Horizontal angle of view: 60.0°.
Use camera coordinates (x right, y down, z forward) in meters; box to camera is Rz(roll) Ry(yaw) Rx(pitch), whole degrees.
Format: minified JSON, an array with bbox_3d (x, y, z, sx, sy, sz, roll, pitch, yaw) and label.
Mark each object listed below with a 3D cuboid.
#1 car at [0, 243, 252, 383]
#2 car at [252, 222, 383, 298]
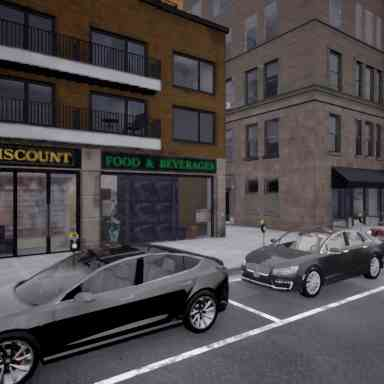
[{"bbox_3d":[-1.340,1.566,5.231,4.313,1.339,1.947,0,0,-35],"label":"car"},{"bbox_3d":[3.168,1.551,8.414,4.403,1.369,2.008,0,0,-35],"label":"car"}]
